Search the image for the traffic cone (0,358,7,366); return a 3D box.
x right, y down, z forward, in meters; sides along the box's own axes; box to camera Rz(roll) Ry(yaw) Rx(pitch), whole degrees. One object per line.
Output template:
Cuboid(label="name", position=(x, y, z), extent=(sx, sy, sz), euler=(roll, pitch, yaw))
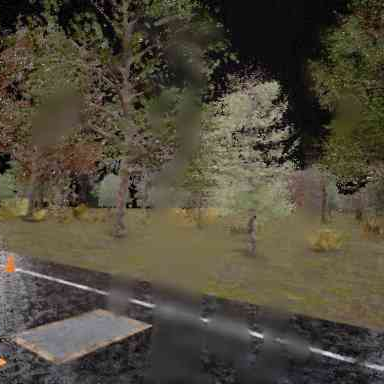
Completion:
Cuboid(label="traffic cone", position=(-2.773, 2.071, 4.559), extent=(0.340, 0.580, 0.340), euler=(-1, -2, 37))

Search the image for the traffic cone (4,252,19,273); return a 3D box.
Cuboid(label="traffic cone", position=(-5.738, 2.220, 10.574), extent=(0.340, 0.580, 0.340), euler=(-1, -2, 37))
